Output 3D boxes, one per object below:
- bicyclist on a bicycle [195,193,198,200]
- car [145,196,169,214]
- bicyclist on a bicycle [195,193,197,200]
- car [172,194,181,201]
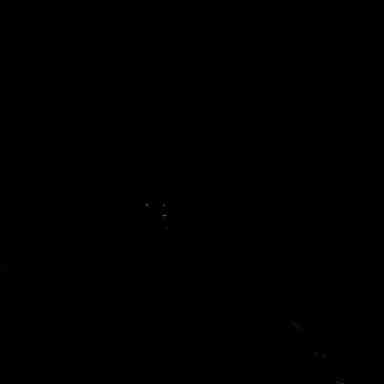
[{"bbox_3d":[0.981,1.083,75.694,0.659,1.776,1.843,0,0,0],"label":"bicyclist on a bicycle"},{"bbox_3d":[-3.585,1.259,34.445,2.097,1.767,4.553,0,0,0],"label":"car"},{"bbox_3d":[0.983,1.072,84.698,0.659,1.776,1.843,0,0,0],"label":"bicyclist on a bicycle"},{"bbox_3d":[-3.482,1.156,75.110,1.882,1.535,5.008,0,0,0],"label":"car"}]
